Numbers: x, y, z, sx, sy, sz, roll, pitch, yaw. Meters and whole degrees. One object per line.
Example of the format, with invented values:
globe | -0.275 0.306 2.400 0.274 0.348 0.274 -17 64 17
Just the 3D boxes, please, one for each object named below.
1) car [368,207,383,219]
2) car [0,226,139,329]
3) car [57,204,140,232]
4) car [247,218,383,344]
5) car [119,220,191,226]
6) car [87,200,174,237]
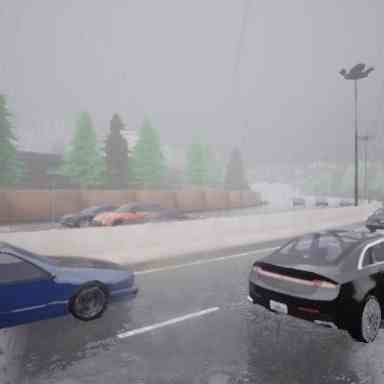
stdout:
car | 11.675 1.581 19.271 2.033 1.411 5.357 0 0 42
car | -3.634 1.573 5.560 5.357 1.411 2.033 0 0 -36
car | -6.033 1.585 21.823 4.892 1.490 1.837 0 0 -41
car | 3.181 1.505 6.511 4.902 1.511 2.128 0 0 -39
car | -1.576 1.618 16.458 4.181 1.385 1.994 0 0 -41
car | -3.496 1.419 19.426 4.553 1.767 2.097 0 0 -42
